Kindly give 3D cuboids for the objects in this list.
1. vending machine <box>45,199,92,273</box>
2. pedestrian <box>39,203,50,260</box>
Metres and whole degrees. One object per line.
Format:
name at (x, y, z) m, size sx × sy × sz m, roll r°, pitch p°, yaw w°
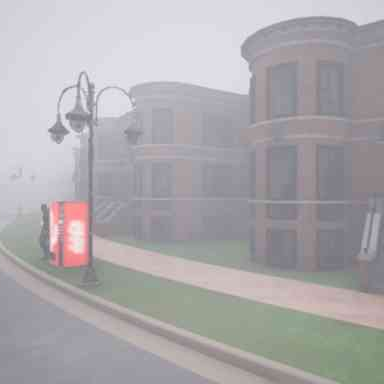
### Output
vending machine at (-3.778, 1.263, 10.215) m, size 1.100 × 2.100 × 0.880 m, roll 1°, pitch -1°, yaw -41°
pedestrian at (-4.571, 1.211, 10.513) m, size 0.375 × 1.860 × 0.375 m, roll 1°, pitch -1°, yaw -40°
